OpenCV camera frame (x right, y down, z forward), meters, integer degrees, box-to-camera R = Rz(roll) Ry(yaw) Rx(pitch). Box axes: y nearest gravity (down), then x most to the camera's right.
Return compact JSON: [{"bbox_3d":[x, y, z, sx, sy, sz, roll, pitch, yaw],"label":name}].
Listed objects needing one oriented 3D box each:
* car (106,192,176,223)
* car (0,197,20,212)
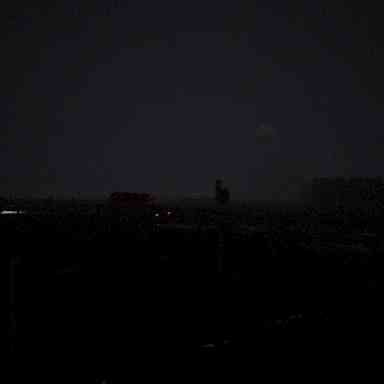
[{"bbox_3d":[-3.793,1.031,23.926,5.566,2.045,2.150,1,1,36],"label":"car"},{"bbox_3d":[-19.477,1.231,33.729,4.181,1.385,1.994,0,0,28],"label":"car"}]
